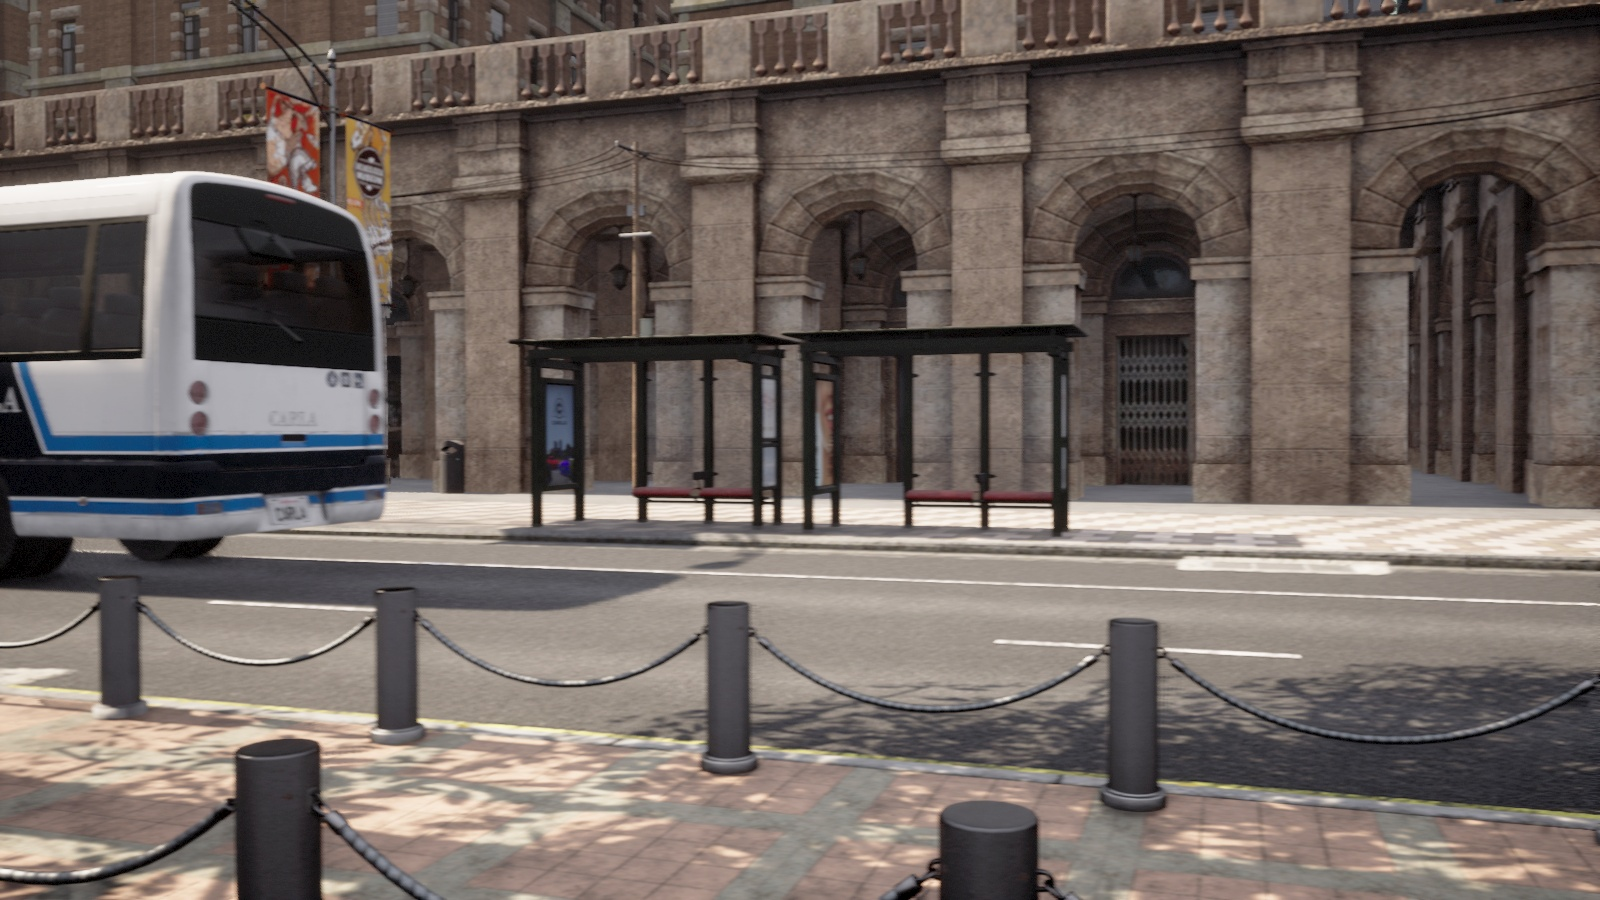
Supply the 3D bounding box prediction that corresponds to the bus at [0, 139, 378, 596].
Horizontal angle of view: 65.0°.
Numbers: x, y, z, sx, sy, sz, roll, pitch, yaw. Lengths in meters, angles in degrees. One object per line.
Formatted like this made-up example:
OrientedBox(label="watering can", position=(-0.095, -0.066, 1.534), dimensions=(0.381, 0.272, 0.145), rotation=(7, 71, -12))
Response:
OrientedBox(label="bus", position=(-10.688, -0.834, 15.208), dimensions=(10.273, 4.253, 3.944), rotation=(1, 1, 19))
